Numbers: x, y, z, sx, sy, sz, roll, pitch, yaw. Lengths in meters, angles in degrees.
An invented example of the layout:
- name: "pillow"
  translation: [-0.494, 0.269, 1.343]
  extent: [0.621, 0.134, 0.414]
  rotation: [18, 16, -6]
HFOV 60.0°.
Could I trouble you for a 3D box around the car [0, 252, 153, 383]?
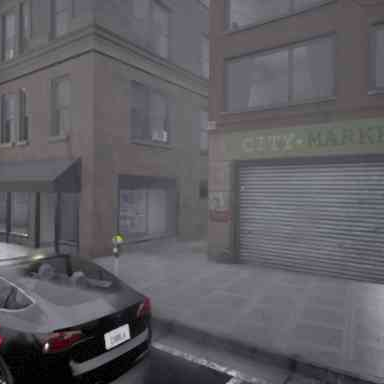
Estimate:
- name: "car"
  translation: [-2.474, 1.563, 4.735]
  extent: [4.313, 1.339, 1.947]
  rotation: [0, 1, 36]
